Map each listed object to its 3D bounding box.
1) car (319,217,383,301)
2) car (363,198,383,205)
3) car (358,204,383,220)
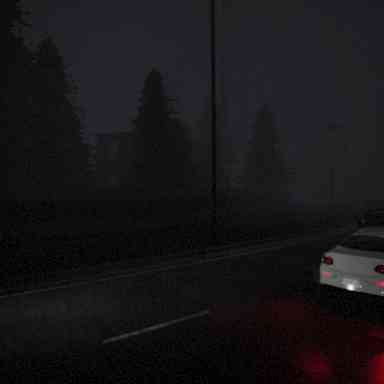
[{"bbox_3d":[4.681,1.506,7.661,4.674,1.442,1.812,0,0,-41],"label":"car"},{"bbox_3d":[24.960,1.453,45.099,1.994,1.385,4.181,0,0,7],"label":"car"},{"bbox_3d":[10.840,1.552,18.480,1.895,1.301,4.718,-1,0,41],"label":"car"}]
